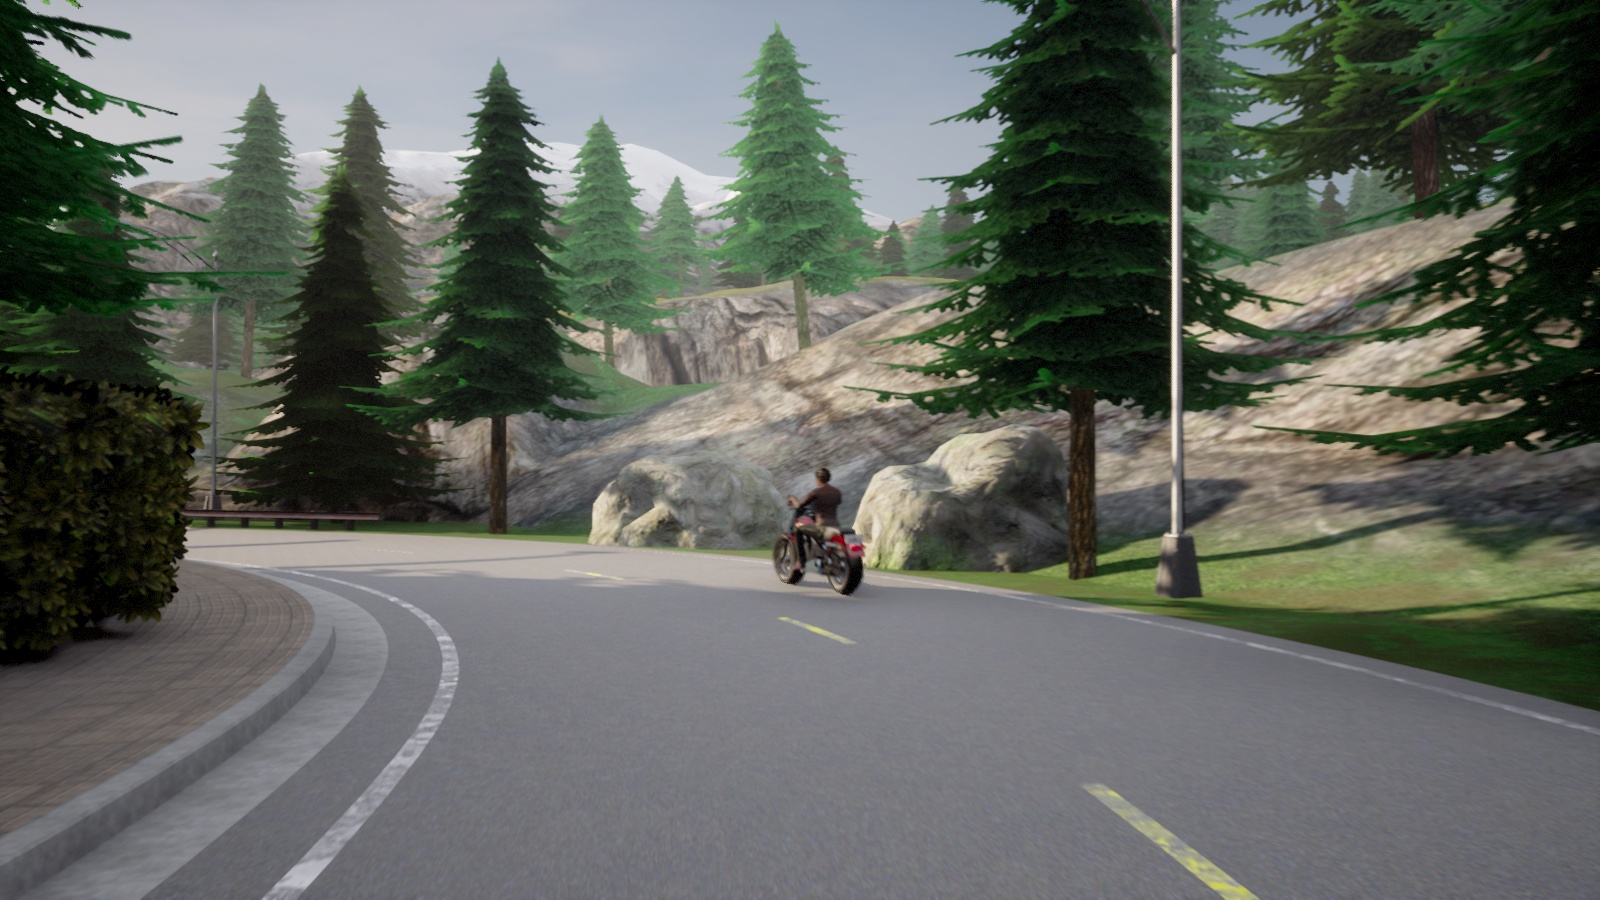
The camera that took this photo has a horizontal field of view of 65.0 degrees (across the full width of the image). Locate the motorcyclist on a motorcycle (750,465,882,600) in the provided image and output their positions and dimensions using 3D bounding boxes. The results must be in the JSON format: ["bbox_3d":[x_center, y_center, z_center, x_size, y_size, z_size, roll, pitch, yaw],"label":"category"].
[{"bbox_3d":[0.165,1.044,16.700,0.766,1.649,2.350,0,-1,-25],"label":"motorcyclist on a motorcycle"}]
